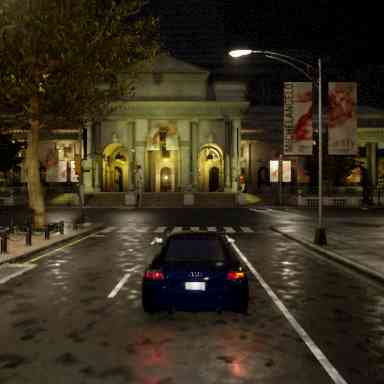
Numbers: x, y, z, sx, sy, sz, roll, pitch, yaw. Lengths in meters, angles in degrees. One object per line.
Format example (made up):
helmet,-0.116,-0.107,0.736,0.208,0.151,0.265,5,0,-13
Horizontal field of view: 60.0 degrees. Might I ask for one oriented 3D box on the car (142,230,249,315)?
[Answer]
car,0.072,1.567,7.668,1.994,1.385,4.181,0,0,0
